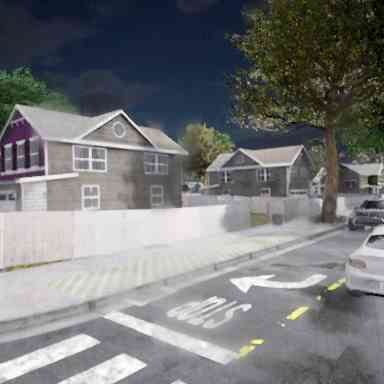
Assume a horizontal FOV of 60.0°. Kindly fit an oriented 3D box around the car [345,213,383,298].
[{"bbox_3d":[4.806,1.409,7.337,1.812,1.442,4.674,-1,0,40],"label":"car"}]

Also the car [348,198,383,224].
[{"bbox_3d":[10.005,1.152,17.878,2.097,1.767,4.553,-1,0,40],"label":"car"}]
